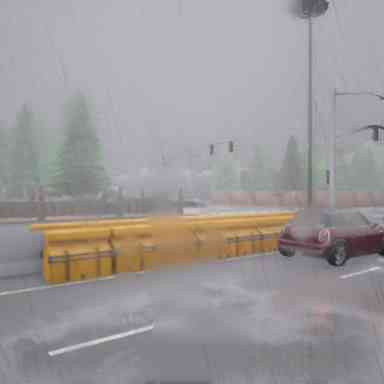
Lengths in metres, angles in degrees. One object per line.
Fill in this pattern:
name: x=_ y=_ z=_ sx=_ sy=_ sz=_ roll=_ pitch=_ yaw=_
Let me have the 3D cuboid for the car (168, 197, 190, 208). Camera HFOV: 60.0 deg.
car: x=-2.769 y=1.565 z=47.761 sx=1.837 sy=1.490 sz=4.892 roll=0 pitch=0 yaw=-35

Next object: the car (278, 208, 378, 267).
car: x=5.180 y=1.382 z=11.733 sx=4.553 sy=1.767 sz=2.097 roll=0 pitch=0 yaw=-35

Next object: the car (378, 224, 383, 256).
car: x=7.071 y=1.556 z=8.783 sx=4.674 sy=1.442 sz=1.812 roll=0 pitch=0 yaw=-35

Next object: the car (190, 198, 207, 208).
car: x=0.368 y=1.597 z=49.394 sx=1.812 sy=1.442 sz=4.674 roll=0 pitch=0 yaw=-35
